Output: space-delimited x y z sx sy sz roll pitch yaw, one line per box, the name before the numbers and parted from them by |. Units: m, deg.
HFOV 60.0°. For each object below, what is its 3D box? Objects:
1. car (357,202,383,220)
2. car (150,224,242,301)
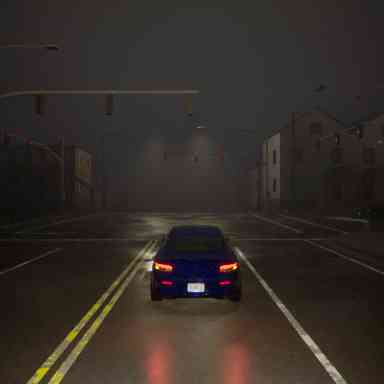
car | 16.378 1.526 27.930 4.674 1.442 1.812 0 0 -1
car | 0.089 1.526 8.184 1.812 1.442 4.674 0 0 0
